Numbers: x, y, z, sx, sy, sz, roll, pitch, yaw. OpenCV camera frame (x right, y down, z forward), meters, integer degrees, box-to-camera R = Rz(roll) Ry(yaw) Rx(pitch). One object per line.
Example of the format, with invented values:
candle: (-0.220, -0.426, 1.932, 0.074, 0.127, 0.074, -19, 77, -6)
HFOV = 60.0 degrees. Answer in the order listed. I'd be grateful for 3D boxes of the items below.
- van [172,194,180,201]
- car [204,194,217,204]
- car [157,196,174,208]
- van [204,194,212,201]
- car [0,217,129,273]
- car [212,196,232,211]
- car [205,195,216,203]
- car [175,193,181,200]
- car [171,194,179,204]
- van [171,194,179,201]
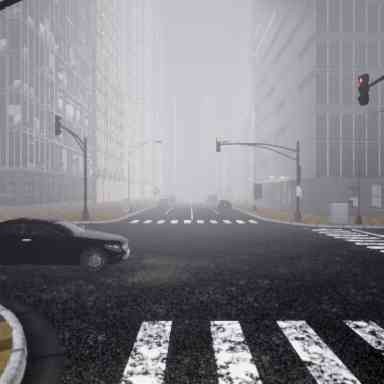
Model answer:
van: (-4.124, 1.314, 85.976, 1.690, 1.788, 3.998, 0, 0, 0)
car: (3.833, 1.312, 63.892, 2.192, 1.841, 5.009, 0, 0, 0)
car: (-3.990, 1.592, 47.283, 1.802, 1.307, 4.206, 0, 0, 0)
van: (3.775, 1.320, 80.476, 1.690, 1.788, 3.998, 0, 0, 0)
car: (-4.236, 1.479, 9.842, 4.674, 1.442, 1.812, 1, 0, -3)
car: (3.959, 1.579, 41.784, 1.947, 1.339, 4.313, 0, 0, 0)
car: (3.814, 1.432, 69.421, 1.967, 1.590, 4.097, 0, 0, 0)
car: (-4.086, 1.426, 74.921, 1.967, 1.590, 4.097, 0, 0, 0)
car: (-4.047, 1.563, 63.866, 1.947, 1.339, 4.313, 0, 0, 0)
van: (-4.105, 1.321, 80.448, 1.690, 1.788, 3.998, 0, 0, 0)
